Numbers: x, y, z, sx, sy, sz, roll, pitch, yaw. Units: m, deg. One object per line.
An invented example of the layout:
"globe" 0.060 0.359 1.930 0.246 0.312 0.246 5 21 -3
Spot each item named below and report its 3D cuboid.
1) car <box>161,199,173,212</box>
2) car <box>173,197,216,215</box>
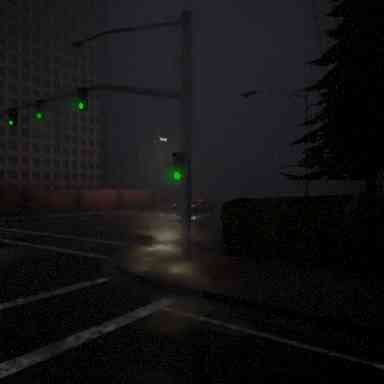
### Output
"car" -1.418 1.378 37.261 2.097 1.767 4.553 0 0 36
"car" 0.591 1.507 34.054 1.882 1.535 5.008 0 0 36
